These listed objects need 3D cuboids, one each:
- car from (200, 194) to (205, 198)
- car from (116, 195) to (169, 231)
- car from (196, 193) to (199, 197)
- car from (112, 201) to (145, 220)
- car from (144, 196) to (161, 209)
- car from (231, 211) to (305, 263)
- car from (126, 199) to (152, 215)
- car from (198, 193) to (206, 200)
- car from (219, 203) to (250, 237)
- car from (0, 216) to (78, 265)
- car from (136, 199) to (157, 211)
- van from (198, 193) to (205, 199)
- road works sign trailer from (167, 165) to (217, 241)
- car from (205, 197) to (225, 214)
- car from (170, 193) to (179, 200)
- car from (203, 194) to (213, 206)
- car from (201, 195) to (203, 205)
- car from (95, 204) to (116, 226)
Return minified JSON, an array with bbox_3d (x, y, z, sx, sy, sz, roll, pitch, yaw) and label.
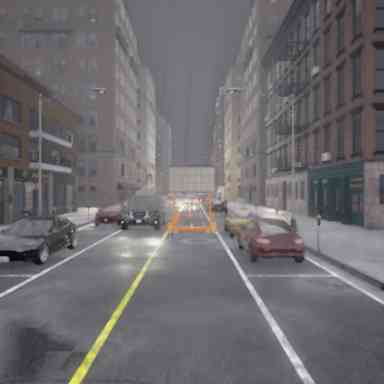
[{"bbox_3d":[2.637,1.473,51.436,2.008,1.369,4.403,0,0,0],"label":"car"},{"bbox_3d":[-2.852,1.190,20.542,2.150,2.045,5.566,0,0,0],"label":"car"},{"bbox_3d":[2.700,1.183,84.174,2.192,1.841,5.009,0,0,0],"label":"car"},{"bbox_3d":[-5.389,1.508,28.706,2.008,1.369,4.403,0,0,0],"label":"car"},{"bbox_3d":[-5.389,1.371,45.753,1.967,1.590,4.097,0,0,0],"label":"car"},{"bbox_3d":[2.637,1.565,11.660,1.802,1.307,4.206,0,0,0],"label":"car"},{"bbox_3d":[-5.389,1.494,34.389,1.887,1.381,4.507,0,0,0],"label":"car"},{"bbox_3d":[2.636,1.228,57.118,2.192,1.841,5.009,0,0,0],"label":"car"},{"bbox_3d":[2.637,1.500,17.512,1.752,1.417,4.829,0,0,0],"label":"car"},{"bbox_3d":[-5.388,1.549,11.659,1.947,1.339,4.313,0,0,0],"label":"car"},{"bbox_3d":[-5.389,1.506,40.071,1.947,1.339,4.313,0,0,0],"label":"car"},{"bbox_3d":[2.691,1.191,95.182,1.690,1.788,3.998,0,0,0],"label":"van"},{"bbox_3d":[0.000,0.440,16.527,2.380,3.560,2.880,0,0,0],"label":"road works sign trailer"},{"bbox_3d":[2.637,1.494,34.389,1.887,1.381,4.507,0,0,0],"label":"car"},{"bbox_3d":[-5.420,1.174,89.677,2.192,1.841,5.009,0,0,0],"label":"car"},{"bbox_3d":[2.637,1.380,40.072,1.967,1.590,4.097,0,0,0],"label":"car"},{"bbox_3d":[2.637,1.476,45.754,1.887,1.381,4.507,0,0,0],"label":"car"},{"bbox_3d":[-5.388,1.511,23.024,1.887,1.381,4.507,0,0,0],"label":"car"}]
